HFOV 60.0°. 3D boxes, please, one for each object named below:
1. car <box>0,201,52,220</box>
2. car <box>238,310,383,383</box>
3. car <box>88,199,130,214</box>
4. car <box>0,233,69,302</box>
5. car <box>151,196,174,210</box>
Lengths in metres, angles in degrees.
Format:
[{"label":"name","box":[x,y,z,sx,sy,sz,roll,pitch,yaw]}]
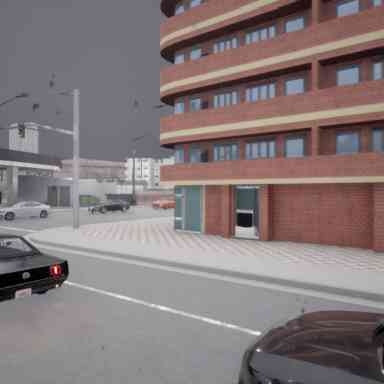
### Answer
[{"label":"car","box":[-14.142,1.523,27.958,1.812,1.442,4.674,0,0,34]},{"label":"car","box":[2.641,1.514,2.111,4.892,1.490,1.837,0,0,35]},{"label":"car","box":[-8.844,1.508,35.706,2.128,1.511,4.902,0,0,35]},{"label":"car","box":[-4.939,1.599,7.503,4.718,1.301,1.895,0,0,36]},{"label":"car","box":[-3.306,1.390,43.729,2.097,1.767,4.553,0,0,35]}]
